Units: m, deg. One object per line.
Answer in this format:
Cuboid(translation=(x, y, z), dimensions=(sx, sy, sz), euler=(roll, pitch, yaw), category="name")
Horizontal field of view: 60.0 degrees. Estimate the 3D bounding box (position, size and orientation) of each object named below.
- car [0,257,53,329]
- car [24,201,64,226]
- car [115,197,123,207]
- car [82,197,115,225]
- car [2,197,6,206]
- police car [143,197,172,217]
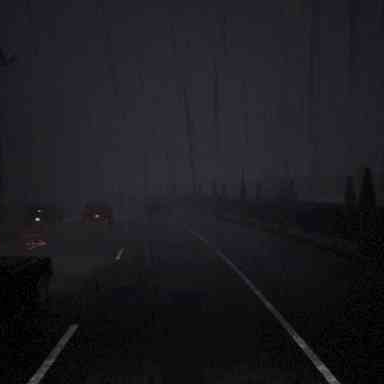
Cuboid(translation=(-3.706, 1.581, 4.838), dimensions=(1.895, 1.301, 4.718), euler=(0, 0, -3), category="car")
Cuboid(translation=(-9.982, 1.406, 22.652), dimensions=(1.837, 1.490, 4.892), euler=(0, 0, -13), category="car")
Cuboid(translation=(-11.018, 1.323, 46.033), dimensions=(1.994, 1.385, 4.181), euler=(-1, 0, -27), category="car")
Cuboid(translation=(-6.539, 1.360, 23.284), dimensions=(1.882, 1.535, 5.008), euler=(0, 0, -13), category="car")
Cuboid(translation=(-26.656, 1.346, 45.522), dimensions=(1.882, 1.535, 5.008), euler=(-1, 1, -26), category="car")
Cuboid(translation=(-3.153, 1.255, 29.099), dimensions=(1.930, 1.638, 5.238), euler=(0, 0, -16), category="police car")
